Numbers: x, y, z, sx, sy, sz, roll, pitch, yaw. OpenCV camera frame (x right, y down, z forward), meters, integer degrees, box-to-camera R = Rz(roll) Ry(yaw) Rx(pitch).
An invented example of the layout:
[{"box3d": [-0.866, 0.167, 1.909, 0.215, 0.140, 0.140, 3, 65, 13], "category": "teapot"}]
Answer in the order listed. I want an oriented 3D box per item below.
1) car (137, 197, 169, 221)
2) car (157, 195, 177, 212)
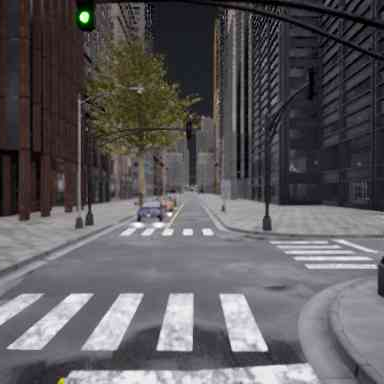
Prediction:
[{"box3d": [-3.076, 1.391, 25.885, 1.812, 1.442, 4.674, 0, 0, 0], "category": "car"}, {"box3d": [-3.066, 1.173, 35.570, 2.097, 1.767, 4.553, 0, 0, 0], "category": "car"}]
